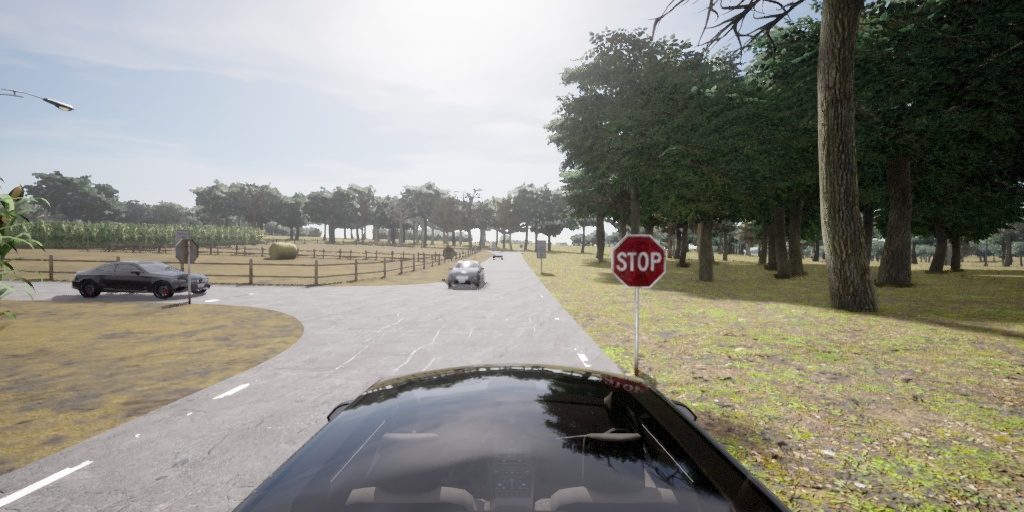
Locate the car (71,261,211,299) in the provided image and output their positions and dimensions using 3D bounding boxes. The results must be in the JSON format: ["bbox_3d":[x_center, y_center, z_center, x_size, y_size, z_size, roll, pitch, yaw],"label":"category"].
[{"bbox_3d":[-15.306,0.930,14.919,4.674,1.442,1.812,1,1,-1],"label":"car"}]

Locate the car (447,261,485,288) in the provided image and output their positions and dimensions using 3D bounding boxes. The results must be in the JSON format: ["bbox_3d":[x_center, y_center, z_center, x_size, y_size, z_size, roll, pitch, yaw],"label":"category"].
[{"bbox_3d":[-2.672,1.055,21.689,2.128,1.511,4.902,0,1,0],"label":"car"}]

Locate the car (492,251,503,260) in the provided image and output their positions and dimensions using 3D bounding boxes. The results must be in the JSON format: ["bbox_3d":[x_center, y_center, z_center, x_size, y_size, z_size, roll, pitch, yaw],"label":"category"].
[{"bbox_3d":[-2.505,-0.180,64.449,2.033,1.411,5.357,0,2,0],"label":"car"}]
